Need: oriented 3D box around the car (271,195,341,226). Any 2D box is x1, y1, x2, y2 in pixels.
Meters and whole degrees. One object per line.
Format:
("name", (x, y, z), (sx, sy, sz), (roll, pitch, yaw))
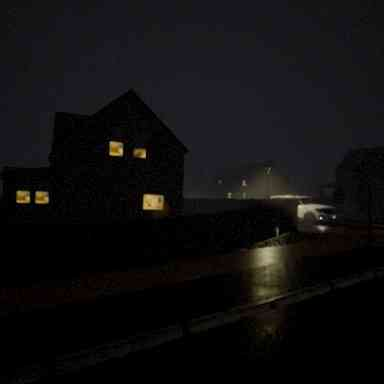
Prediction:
("car", (7.697, 1.273, 23.543), (2.150, 2.045, 5.566), (2, -2, -29))
